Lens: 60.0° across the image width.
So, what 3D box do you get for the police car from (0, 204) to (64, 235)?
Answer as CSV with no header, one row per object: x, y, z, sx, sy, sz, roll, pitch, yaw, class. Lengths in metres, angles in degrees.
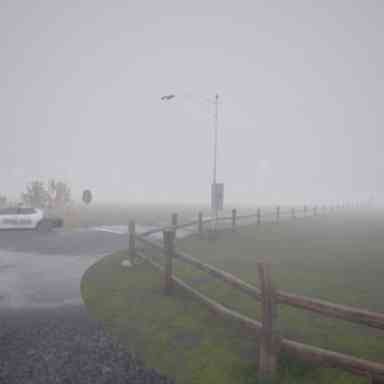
-9.298,1.396,17.136,4.974,1.542,2.038,2,-2,-26,police car
